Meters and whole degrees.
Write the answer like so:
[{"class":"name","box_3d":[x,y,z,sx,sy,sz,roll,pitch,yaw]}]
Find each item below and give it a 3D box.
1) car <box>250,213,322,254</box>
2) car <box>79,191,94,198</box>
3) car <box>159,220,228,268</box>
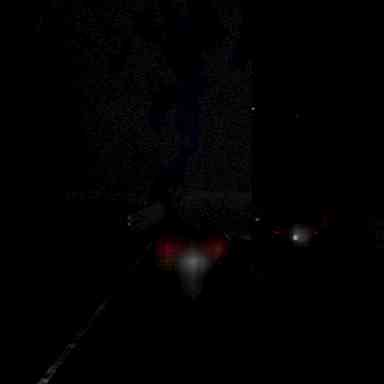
[{"class":"car","box_3d":[3.571,1.522,13.302,1.994,1.385,4.181,0,0,0]},{"class":"car","box_3d":[-26.918,0.600,84.566,4.553,1.767,2.097,1,1,44]},{"class":"car","box_3d":[0.060,1.566,11.076,1.895,1.301,4.718,0,0,1]}]
